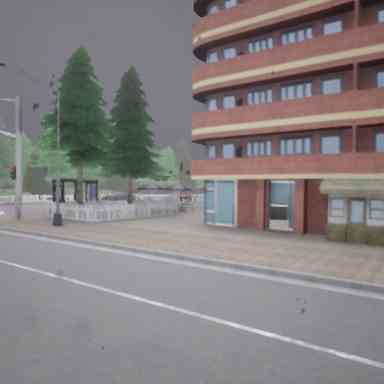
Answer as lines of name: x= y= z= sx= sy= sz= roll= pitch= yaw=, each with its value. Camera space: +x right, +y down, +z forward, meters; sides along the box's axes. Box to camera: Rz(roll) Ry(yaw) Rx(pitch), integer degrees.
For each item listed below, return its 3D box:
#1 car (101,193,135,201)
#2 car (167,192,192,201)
car: x=-11.091 y=0.823 z=50.242 sx=2.033 sy=1.411 sz=5.357 roll=1 pitch=1 yaw=37
car: x=-2.051 y=0.702 z=54.803 sx=4.553 sy=1.767 sz=2.097 roll=0 pitch=1 yaw=-40
